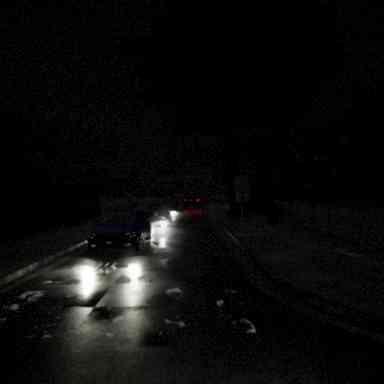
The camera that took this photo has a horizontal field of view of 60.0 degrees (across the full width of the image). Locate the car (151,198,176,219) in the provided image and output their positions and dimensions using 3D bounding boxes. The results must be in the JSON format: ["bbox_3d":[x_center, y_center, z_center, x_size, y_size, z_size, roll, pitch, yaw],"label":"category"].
[{"bbox_3d":[-2.839,1.508,28.783,2.128,1.511,4.902,-1,0,0],"label":"car"}]

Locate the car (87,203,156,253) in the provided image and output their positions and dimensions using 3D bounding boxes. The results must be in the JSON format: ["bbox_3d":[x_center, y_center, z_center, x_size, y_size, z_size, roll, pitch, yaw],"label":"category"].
[{"bbox_3d":[-2.860,1.468,13.939,1.882,1.535,5.008,-1,0,0],"label":"car"}]

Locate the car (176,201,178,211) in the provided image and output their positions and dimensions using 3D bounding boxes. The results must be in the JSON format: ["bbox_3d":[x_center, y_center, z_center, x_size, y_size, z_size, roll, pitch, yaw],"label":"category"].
[{"bbox_3d":[-2.753,1.530,41.603,2.128,1.511,4.902,-1,0,1],"label":"car"}]

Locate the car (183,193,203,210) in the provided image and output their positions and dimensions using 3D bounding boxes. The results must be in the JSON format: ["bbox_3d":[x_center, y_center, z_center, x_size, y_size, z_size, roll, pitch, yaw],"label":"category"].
[{"bbox_3d":[0.011,1.216,44.011,2.150,2.045,5.566,-1,0,1],"label":"car"}]

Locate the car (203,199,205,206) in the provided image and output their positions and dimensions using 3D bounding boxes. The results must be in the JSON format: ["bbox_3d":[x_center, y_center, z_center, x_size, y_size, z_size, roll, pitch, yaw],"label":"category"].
[{"bbox_3d":[0.927,1.589,54.575,1.994,1.385,4.181,-1,0,13],"label":"car"}]
